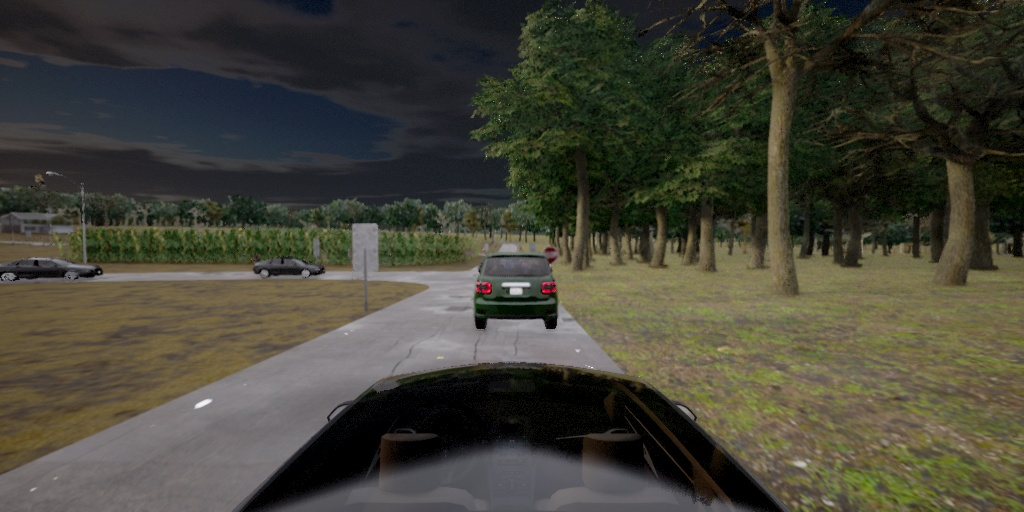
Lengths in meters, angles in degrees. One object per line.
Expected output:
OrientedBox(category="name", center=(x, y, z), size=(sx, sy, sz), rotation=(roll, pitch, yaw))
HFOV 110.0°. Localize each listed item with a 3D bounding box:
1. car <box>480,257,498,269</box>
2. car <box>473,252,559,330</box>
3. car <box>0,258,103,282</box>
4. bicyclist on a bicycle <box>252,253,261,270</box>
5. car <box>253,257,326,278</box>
OrientedBox(category="car", center=(-2.827, 0.772, 44.379), size=(1.895, 1.301, 4.718), rotation=(0, 1, 0))
OrientedBox(category="car", center=(0.103, 0.889, 10.994), size=(2.150, 2.045, 5.566), rotation=(0, 0, 0))
OrientedBox(category="car", center=(-31.220, 0.898, 24.254), size=(4.892, 1.490, 1.837), rotation=(0, 2, -22))
OrientedBox(category="bicyclist on a bicycle", center=(-23.438, 0.564, 32.907), size=(0.582, 1.620, 1.656), rotation=(0, 1, -11))
OrientedBox(category="car", center=(-17.032, 0.872, 27.577), size=(4.892, 1.490, 1.837), rotation=(1, 3, -7))
